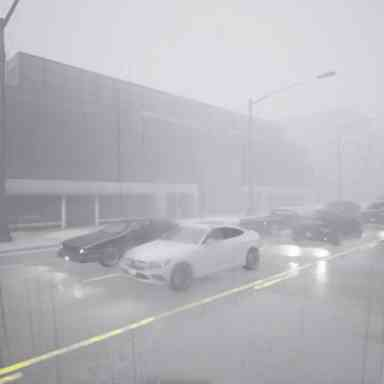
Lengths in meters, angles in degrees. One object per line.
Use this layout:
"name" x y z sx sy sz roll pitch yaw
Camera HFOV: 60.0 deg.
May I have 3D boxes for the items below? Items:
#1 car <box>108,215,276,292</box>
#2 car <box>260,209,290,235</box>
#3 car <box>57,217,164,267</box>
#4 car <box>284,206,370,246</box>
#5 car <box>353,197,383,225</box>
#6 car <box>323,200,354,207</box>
"car" 0.248 1.592 9.408 1.812 1.442 4.674 -1 -1 45
"car" 4.731 1.658 18.881 4.718 1.301 1.895 -1 0 -45
"car" -1.979 1.658 12.153 2.033 1.411 5.357 -1 -1 45
"car" 6.397 1.595 15.579 4.181 1.385 1.994 -1 0 -44
"car" 12.721 1.370 21.942 1.882 1.535 5.008 -1 1 45
"car" 11.360 1.377 25.536 1.882 1.535 5.008 -1 1 45
